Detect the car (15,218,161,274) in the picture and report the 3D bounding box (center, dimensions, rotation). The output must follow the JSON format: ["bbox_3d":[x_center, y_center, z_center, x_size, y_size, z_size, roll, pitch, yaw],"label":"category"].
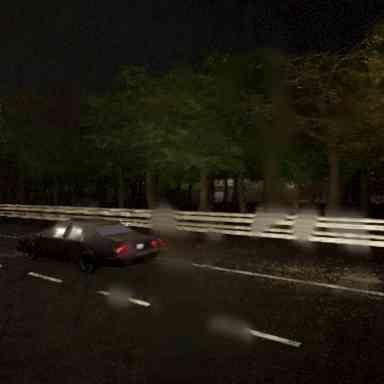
[{"bbox_3d":[-3.479,1.555,10.655,5.357,1.411,2.033,0,0,36],"label":"car"}]
